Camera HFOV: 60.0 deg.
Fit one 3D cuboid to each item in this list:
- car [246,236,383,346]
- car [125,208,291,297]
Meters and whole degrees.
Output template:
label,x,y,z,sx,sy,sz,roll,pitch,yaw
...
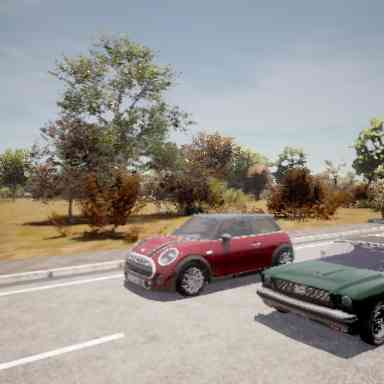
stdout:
label,x,y,z,sx,sy,sz,roll,pitch,yaw
car,3.476,1.602,6.469,4.718,1.301,1.895,0,0,-35
car,0.573,1.354,8.698,4.553,1.767,2.097,0,0,-35
